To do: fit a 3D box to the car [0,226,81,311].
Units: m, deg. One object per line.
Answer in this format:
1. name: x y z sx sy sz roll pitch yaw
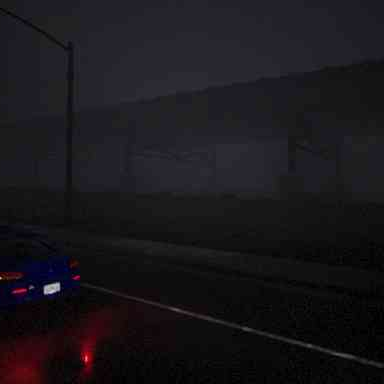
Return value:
1. car: -4.260 1.458 7.033 4.674 1.442 1.812 1 0 36
